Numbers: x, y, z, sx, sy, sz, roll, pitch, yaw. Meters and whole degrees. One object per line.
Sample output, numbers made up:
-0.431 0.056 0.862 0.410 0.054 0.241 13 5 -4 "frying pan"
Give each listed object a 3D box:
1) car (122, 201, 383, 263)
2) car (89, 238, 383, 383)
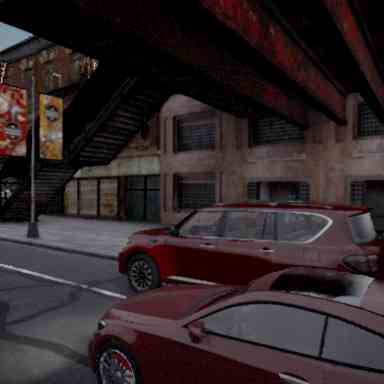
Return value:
0.955 1.211 6.920 5.566 2.045 2.435 0 0 35 "car"
1.009 1.520 3.254 4.674 1.442 1.812 0 0 35 "car"
